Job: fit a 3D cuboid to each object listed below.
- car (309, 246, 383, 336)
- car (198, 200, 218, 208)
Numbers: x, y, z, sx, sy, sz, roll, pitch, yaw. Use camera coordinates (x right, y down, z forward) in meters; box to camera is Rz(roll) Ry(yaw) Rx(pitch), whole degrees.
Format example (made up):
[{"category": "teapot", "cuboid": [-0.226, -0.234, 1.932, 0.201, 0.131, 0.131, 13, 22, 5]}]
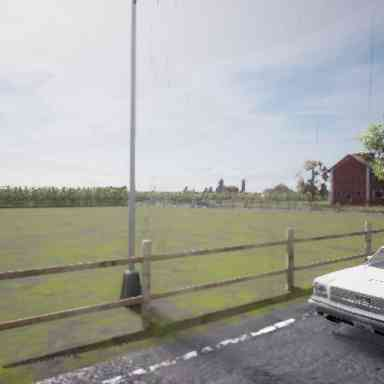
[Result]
[{"category": "car", "cuboid": [4.279, 1.663, 6.120, 4.718, 1.301, 1.895, 1, 0, -35]}, {"category": "car", "cuboid": [3.098, 2.295, 65.528, 2.128, 1.511, 4.902, 1, -1, -36]}]
